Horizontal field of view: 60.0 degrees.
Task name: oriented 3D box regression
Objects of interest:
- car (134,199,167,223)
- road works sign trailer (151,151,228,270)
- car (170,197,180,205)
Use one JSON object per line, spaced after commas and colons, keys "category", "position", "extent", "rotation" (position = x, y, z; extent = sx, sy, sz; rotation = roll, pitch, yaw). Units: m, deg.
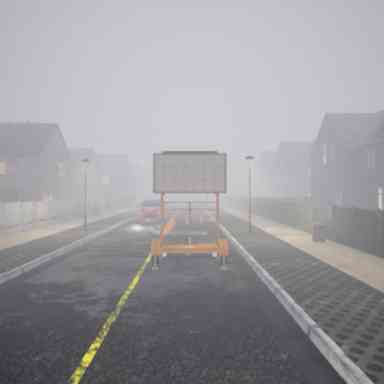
{"category": "car", "position": [-3.027, 1.347, 25.148], "extent": [2.097, 1.767, 4.553], "rotation": [0, 0, 0]}
{"category": "road works sign trailer", "position": [-0.070, 0.453, 11.007], "extent": [2.380, 3.560, 2.880], "rotation": [0, 0, 0]}
{"category": "car", "position": [-3.242, 1.706, 65.285], "extent": [2.033, 1.411, 5.357], "rotation": [0, 0, 0]}
